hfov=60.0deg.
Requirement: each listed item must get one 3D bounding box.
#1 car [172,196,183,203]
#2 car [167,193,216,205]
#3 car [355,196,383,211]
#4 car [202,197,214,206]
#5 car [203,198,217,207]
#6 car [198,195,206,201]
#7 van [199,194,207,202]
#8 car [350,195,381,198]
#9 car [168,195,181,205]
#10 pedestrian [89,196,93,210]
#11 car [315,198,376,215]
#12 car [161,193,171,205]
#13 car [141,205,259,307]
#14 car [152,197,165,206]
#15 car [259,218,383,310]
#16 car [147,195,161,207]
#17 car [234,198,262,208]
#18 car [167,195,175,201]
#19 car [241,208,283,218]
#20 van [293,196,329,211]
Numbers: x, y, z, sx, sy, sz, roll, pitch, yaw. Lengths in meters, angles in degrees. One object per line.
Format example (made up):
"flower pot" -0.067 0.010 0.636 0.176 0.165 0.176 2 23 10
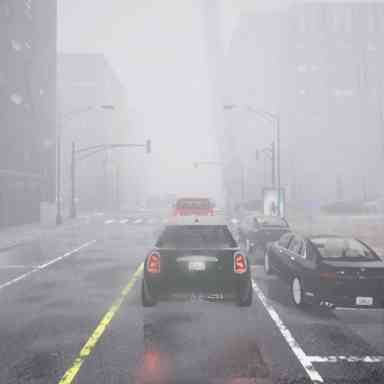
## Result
"car" -3.022 1.542 70.725 2.128 1.511 4.902 0 0 0
"car" 0.082 1.225 17.601 2.150 2.045 5.566 0 0 0
"car" 20.509 1.385 35.601 4.674 1.442 1.812 -1 -1 1
"car" 2.683 1.594 56.967 1.802 1.307 4.206 1 0 0
"car" 2.685 1.576 51.396 1.947 1.339 4.313 1 0 0
"car" 2.673 1.567 90.394 1.887 1.381 4.507 1 0 0
"van" 2.679 1.360 79.253 1.690 1.788 3.998 1 0 0
"car" 19.279 1.222 38.182 5.009 1.841 2.192 0 0 0
"car" -3.088 1.365 60.655 2.097 1.767 4.553 0 0 0
"pedestrian" -12.542 1.341 41.356 0.375 1.860 0.375 0 0 0
"car" 13.694 1.408 29.838 4.206 1.307 1.802 0 0 0
"car" -3.137 1.232 51.086 2.150 2.045 5.566 0 0 0
"car" 0.098 1.353 8.130 2.097 1.767 4.553 0 0 0
"car" -5.697 1.557 57.005 1.887 1.381 4.507 1 0 0
"car" 2.828 1.552 7.633 2.008 1.369 4.403 1 0 0
"car" -5.692 1.326 51.433 2.192 1.841 5.009 1 0 0
"car" 6.929 1.479 36.337 4.892 1.490 1.837 0 0 10
"car" -5.708 1.588 90.431 1.947 1.339 4.313 1 0 0
"car" 2.826 1.553 13.203 2.008 1.369 4.403 1 0 0
"van" 13.752 1.290 38.220 3.998 1.788 1.690 0 0 0
